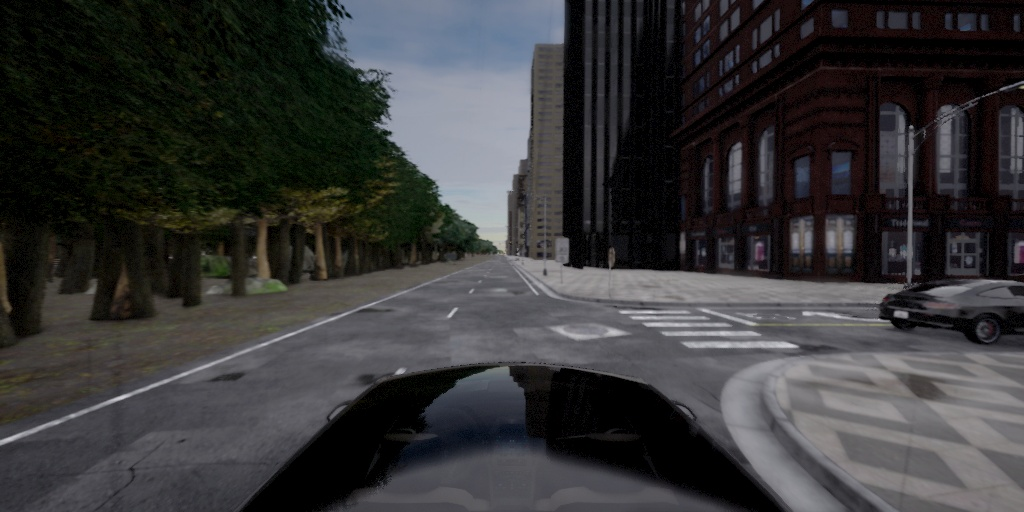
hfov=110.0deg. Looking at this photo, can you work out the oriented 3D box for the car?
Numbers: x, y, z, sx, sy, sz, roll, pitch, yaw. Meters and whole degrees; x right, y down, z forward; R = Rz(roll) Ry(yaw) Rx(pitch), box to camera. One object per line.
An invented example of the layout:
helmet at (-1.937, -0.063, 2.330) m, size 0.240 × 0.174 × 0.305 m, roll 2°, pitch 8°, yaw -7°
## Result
car at (12.050, 1.307, 9.047) m, size 4.674 × 1.442 × 1.812 m, roll 0°, pitch 0°, yaw -1°
